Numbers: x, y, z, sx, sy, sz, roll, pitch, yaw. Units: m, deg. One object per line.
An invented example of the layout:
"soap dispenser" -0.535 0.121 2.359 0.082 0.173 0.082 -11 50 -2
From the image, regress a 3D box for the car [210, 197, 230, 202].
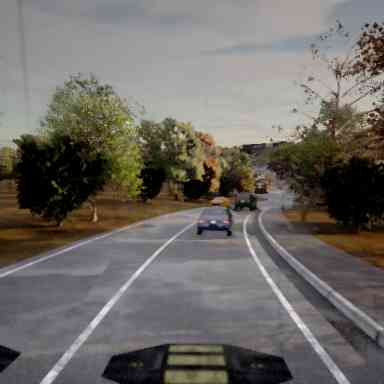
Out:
"car" 3.727 1.398 44.417 1.882 1.535 5.008 2 0 19

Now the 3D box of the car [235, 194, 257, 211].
"car" 6.906 1.241 42.354 2.150 2.045 5.566 2 0 18

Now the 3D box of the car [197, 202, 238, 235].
"car" 1.405 1.531 18.897 2.033 1.411 5.357 1 0 8
